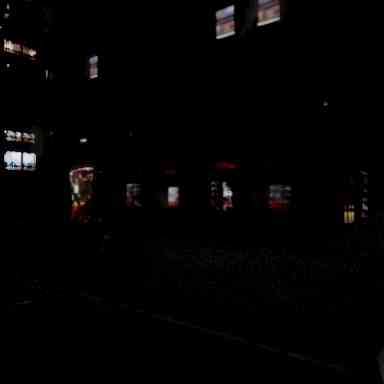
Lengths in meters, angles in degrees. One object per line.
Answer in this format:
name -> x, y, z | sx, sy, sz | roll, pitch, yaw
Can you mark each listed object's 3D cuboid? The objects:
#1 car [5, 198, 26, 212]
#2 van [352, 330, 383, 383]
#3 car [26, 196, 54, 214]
car -> -16.604, 1.237, 33.852 | 1.947, 1.339, 4.313 | 1, 1, 35
van -> 2.615, 1.343, 1.013 | 3.998, 1.788, 1.690 | 0, 0, 36
car -> -11.955, 1.118, 30.366 | 1.882, 1.535, 5.008 | 0, 1, 35
